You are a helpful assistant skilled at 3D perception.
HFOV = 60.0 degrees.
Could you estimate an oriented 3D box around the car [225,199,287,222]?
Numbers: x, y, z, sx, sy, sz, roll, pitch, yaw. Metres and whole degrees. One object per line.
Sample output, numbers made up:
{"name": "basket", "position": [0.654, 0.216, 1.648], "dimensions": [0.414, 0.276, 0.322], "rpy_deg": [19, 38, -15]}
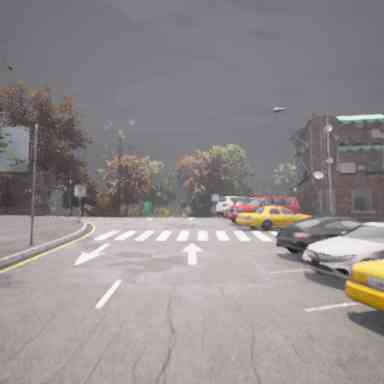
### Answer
{"name": "car", "position": [5.225, 1.488, 27.370], "dimensions": [4.553, 1.767, 2.185], "rpy_deg": [1, -1, -21]}

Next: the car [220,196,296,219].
{"name": "car", "position": [5.264, 1.348, 24.320], "dimensions": [5.566, 2.045, 2.435], "rpy_deg": [1, 0, -21]}

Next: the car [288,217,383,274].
{"name": "car", "position": [5.323, 1.570, 9.221], "dimensions": [4.674, 1.452, 2.002], "rpy_deg": [1, 0, -20]}

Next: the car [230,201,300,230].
{"name": "car", "position": [5.481, 1.586, 21.370], "dimensions": [5.366, 1.575, 1.946], "rpy_deg": [1, -1, -20]}

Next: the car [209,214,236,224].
{"name": "car", "position": [5.356, 4.657, 57.011], "dimensions": [1.882, 1.535, 5.008], "rpy_deg": [-6, -10, 44]}

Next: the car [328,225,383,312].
{"name": "car", "position": [5.479, 1.515, 6.260], "dimensions": [5.366, 1.575, 1.946], "rpy_deg": [1, -1, -20]}

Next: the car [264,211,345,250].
{"name": "car", "position": [5.320, 1.584, 12.250], "dimensions": [4.674, 1.452, 2.002], "rpy_deg": [1, -1, -20]}

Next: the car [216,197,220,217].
{"name": "car", "position": [5.145, 1.546, 33.346], "dimensions": [5.566, 2.045, 2.435], "rpy_deg": [2, -6, -20]}
